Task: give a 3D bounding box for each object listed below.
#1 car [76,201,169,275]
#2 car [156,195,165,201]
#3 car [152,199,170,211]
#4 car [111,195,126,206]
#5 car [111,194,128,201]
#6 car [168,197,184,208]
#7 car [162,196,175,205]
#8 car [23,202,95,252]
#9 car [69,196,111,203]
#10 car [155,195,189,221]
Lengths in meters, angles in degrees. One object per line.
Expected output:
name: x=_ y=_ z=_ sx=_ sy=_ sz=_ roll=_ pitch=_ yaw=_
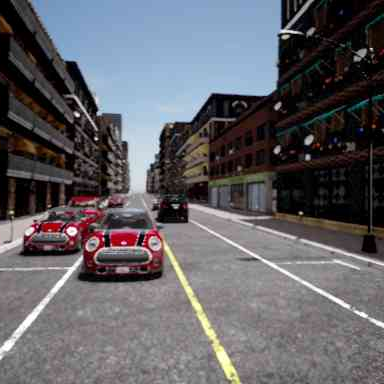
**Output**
car: x=-2.019 y=1.336 z=10.423 sx=2.097 sy=1.767 sz=4.553 roll=1 pitch=0 yaw=-8
car: x=-7.733 y=1.506 z=81.467 sx=2.008 sy=1.369 sz=4.403 roll=1 pitch=0 yaw=-9
car: x=-3.911 y=1.582 z=41.300 sx=1.895 sy=1.301 sz=4.718 roll=1 pitch=0 yaw=-9
car: x=-11.518 y=1.333 z=52.315 sx=1.967 sy=1.590 sz=4.097 roll=1 pitch=0 yaw=-9
car: x=-10.617 y=1.216 z=46.751 sx=2.192 sy=1.841 sz=5.009 roll=1 pitch=0 yaw=-9
car: x=-2.375 y=1.529 z=48.250 sx=1.752 sy=1.417 sz=4.829 roll=1 pitch=0 yaw=-9
car: x=-4.143 y=1.533 z=59.210 sx=1.887 sy=1.381 sz=4.507 roll=1 pitch=0 yaw=-9
car: x=-5.234 y=1.386 z=13.365 sx=1.967 sy=1.590 sz=4.097 roll=1 pitch=0 yaw=-9
car: x=-6.129 y=1.254 z=18.929 sx=2.192 sy=1.841 sz=5.009 roll=1 pitch=0 yaw=-9
car: x=-1.596 y=1.223 z=26.977 sx=2.150 sy=2.045 sz=5.566 roll=1 pitch=0 yaw=-9
